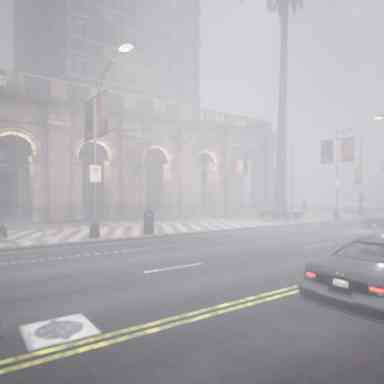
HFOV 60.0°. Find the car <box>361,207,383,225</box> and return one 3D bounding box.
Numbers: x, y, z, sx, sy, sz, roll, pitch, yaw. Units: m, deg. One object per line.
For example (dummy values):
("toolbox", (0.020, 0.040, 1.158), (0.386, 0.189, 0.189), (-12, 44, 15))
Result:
("car", (13.447, 1.678, 22.189), (5.357, 1.411, 2.033), (0, 0, -36))

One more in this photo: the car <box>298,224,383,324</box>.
("car", (4.523, 1.576, 7.005), (5.357, 1.411, 2.033), (0, 0, -35))
